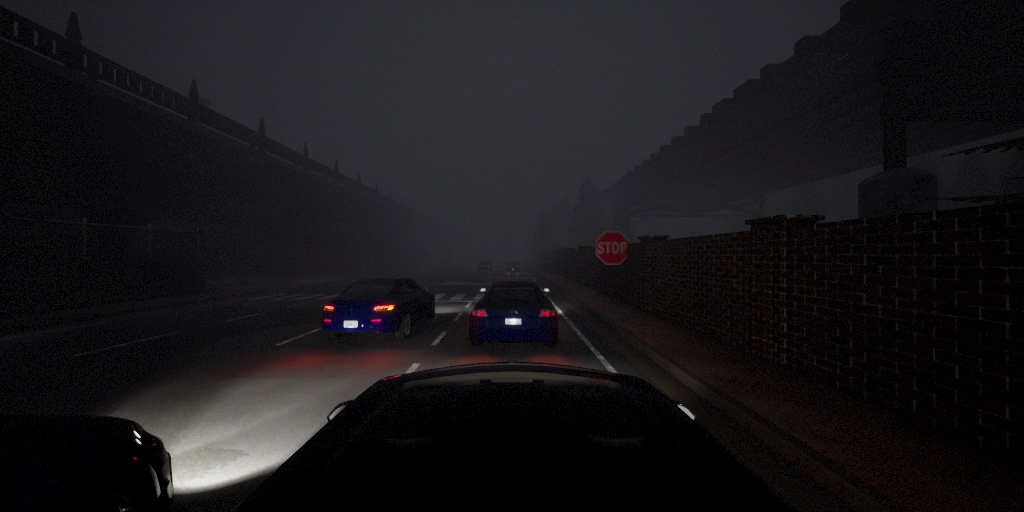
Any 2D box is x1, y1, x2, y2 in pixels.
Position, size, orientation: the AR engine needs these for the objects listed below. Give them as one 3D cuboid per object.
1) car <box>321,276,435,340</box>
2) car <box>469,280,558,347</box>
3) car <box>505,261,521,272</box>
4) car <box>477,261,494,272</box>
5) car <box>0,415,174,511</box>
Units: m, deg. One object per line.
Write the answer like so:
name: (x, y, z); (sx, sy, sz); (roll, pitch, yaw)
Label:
car: (-3.412, 1.275, 9.880); (1.812, 1.442, 4.674); (0, 0, 0)
car: (0.069, 1.314, 9.357); (1.994, 1.385, 4.181); (0, 0, 1)
car: (0.102, 1.349, 46.168); (1.895, 1.301, 4.718); (0, 0, -1)
car: (-3.393, 1.296, 45.997); (2.033, 1.411, 5.357); (0, 0, -1)
car: (-3.399, 1.314, 0.784); (1.994, 1.385, 4.181); (0, 0, 0)
